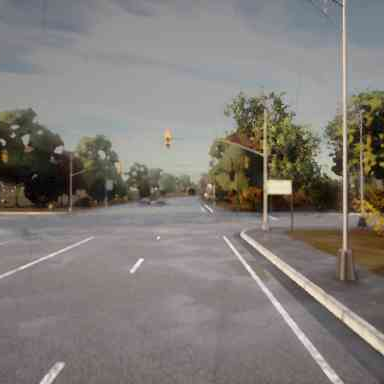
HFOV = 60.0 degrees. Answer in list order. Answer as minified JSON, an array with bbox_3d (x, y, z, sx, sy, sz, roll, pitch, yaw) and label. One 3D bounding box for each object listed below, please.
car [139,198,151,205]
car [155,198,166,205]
[{"bbox_3d":[-10.567,2.050,74.755,2.097,1.767,4.553,0,-1,0],"label":"car"},{"bbox_3d":[-7.068,2.050,74.758,2.097,1.767,4.553,0,-1,0],"label":"car"}]
